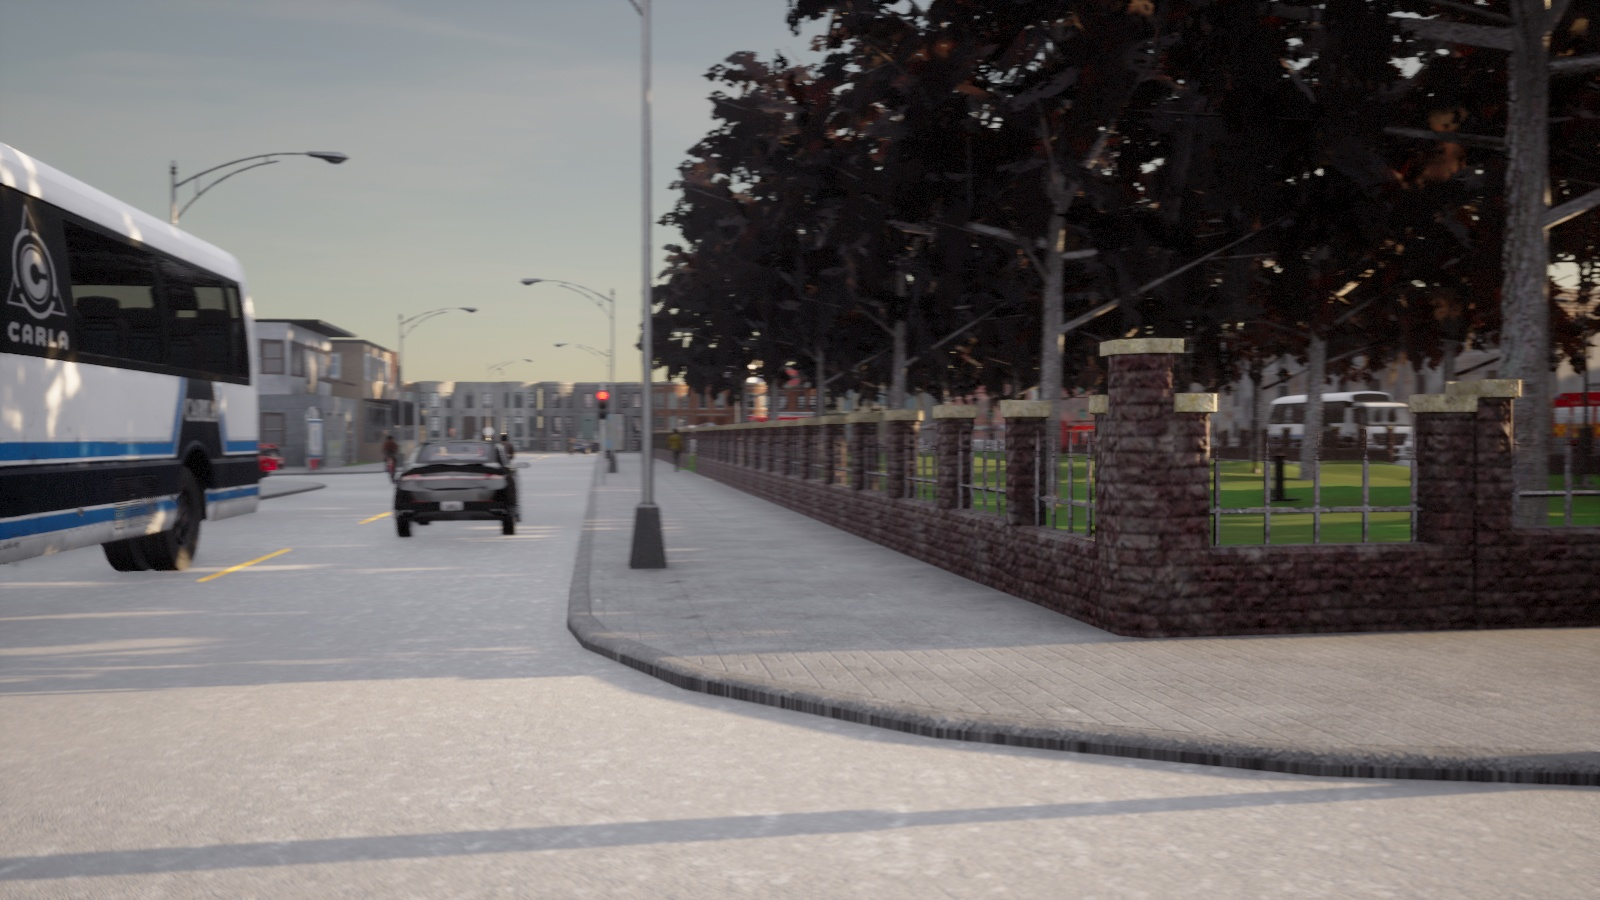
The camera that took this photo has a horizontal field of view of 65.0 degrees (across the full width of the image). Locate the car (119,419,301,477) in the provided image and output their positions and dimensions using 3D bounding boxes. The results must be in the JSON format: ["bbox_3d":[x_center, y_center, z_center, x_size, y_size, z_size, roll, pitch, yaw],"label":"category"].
[{"bbox_3d":[-21.194,-0.074,45.353,5.566,2.045,2.150,0,1,-9],"label":"car"}]

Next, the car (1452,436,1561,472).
[{"bbox_3d":[34.260,0.152,61.044,2.242,1.667,4.611,0,1,-9],"label":"car"}]

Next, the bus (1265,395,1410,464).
[{"bbox_3d":[35.073,-1.309,82.590,3.944,4.253,10.273,0,1,-9],"label":"bus"}]

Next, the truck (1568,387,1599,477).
[{"bbox_3d":[35.747,-0.737,51.116,2.891,3.827,8.468,0,1,-8],"label":"truck"}]

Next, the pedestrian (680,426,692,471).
[{"bbox_3d":[-4.668,-0.067,51.264,0.431,1.840,0.709,0,1,-8],"label":"pedestrian"}]

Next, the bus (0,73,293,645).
[{"bbox_3d":[-8.309,-0.726,12.044,3.944,4.253,10.273,1,1,-8],"label":"bus"}]

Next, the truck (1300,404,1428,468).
[{"bbox_3d":[32.507,-0.816,72.767,2.891,3.462,7.936,0,1,-9],"label":"truck"}]

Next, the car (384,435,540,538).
[{"bbox_3d":[-5.543,0.517,21.192,2.128,1.511,4.902,0,1,-10],"label":"car"}]
